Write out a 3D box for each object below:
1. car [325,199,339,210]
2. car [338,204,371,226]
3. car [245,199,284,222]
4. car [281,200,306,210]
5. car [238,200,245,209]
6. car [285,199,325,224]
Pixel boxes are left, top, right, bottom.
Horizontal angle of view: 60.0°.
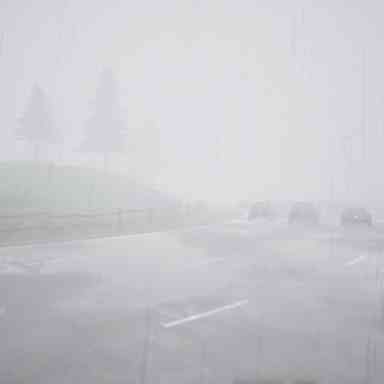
[{"bbox_3d":[19.486,1.825,48.300,1.837,1.490,4.892,1,0,-6],"label":"car"},{"bbox_3d":[12.264,1.724,24.992,1.994,1.385,4.181,0,0,24],"label":"car"},{"bbox_3d":[6.446,1.560,29.217,2.097,1.767,4.553,0,-1,23],"label":"car"},{"bbox_3d":[15.496,1.915,51.097,1.994,1.385,4.181,0,0,-9],"label":"car"},{"bbox_3d":[8.627,1.918,51.025,2.033,1.411,5.357,0,0,-12],"label":"car"},{"bbox_3d":[9.050,1.531,26.422,2.097,1.767,4.553,0,-1,25],"label":"car"}]
